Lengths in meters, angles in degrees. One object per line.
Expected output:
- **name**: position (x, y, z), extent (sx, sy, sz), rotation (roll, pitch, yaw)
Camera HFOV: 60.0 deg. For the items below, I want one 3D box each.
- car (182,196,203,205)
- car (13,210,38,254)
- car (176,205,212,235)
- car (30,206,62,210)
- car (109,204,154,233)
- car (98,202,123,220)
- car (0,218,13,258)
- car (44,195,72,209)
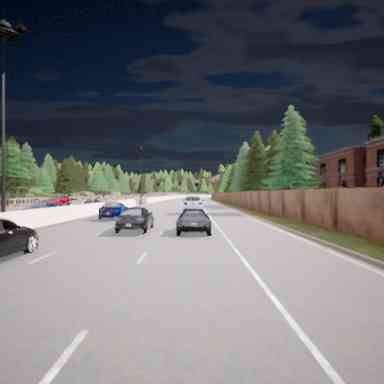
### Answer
- **car**: position (0.097, 1.413, 37.969), extent (2.150, 2.045, 5.566), rotation (0, 0, 0)
- **car**: position (-6.901, 1.560, 11.014), extent (1.837, 1.490, 4.892), rotation (0, 0, 0)
- **car**: position (0.099, 1.663, 19.602), extent (1.994, 1.385, 4.181), rotation (0, 0, 0)
- **car**: position (-14.092, 1.633, 30.994), extent (1.882, 1.535, 5.008), rotation (0, 0, 0)
- **car**: position (-3.414, 1.627, 20.133), extent (1.812, 1.442, 4.674), rotation (0, 0, 0)
- **car**: position (-6.902, 1.627, 29.738), extent (1.882, 1.535, 5.008), rotation (0, 0, 0)
- **car**: position (-3.400, 1.229, 1.471), extent (2.150, 2.045, 5.566), rotation (0, 0, 0)
- **car**: position (-21.057, 1.473, 52.659), extent (2.150, 2.045, 5.566), rotation (0, 0, 1)
